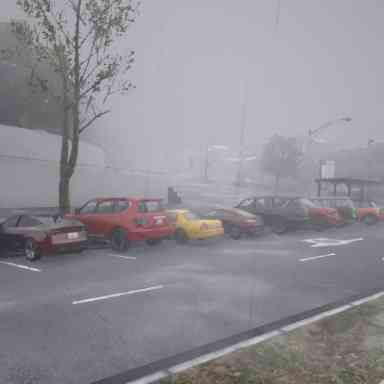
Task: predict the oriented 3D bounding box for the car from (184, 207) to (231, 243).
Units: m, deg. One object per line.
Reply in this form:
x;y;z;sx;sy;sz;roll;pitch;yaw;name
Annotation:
-1.108;1.502;15.938;5.366;1.575;1.946;-1;-1;35;car

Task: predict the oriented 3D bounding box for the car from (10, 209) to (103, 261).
-5.871;1.523;12.363;4.792;1.488;2.163;-1;-1;35;car

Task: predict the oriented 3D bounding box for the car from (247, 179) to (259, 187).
14.284;-1.812;70.372;1.946;1.575;5.366;7;3;35;car

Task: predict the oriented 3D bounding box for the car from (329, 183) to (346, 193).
24.566;-0.427;55.427;2.435;2.045;5.566;7;3;35;car

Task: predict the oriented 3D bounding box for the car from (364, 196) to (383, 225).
11.382;1.402;24.455;4.553;1.767;2.185;-1;-1;35;car

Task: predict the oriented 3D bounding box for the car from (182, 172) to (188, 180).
0.220;-4.085;89.853;2.185;1.767;4.553;4;1;33;car

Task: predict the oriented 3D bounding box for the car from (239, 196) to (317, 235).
3.924;1.262;19.326;5.566;2.045;2.435;-1;-1;35;car

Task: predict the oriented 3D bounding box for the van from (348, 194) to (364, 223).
8.974;1.296;22.703;4.442;1.987;1.878;-1;-1;35;van

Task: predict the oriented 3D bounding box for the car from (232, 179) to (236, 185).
10.708;-2.317;75.153;2.002;1.452;4.674;7;3;35;car

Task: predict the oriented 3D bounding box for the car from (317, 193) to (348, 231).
6.436;1.266;21.032;5.566;2.045;2.435;-1;-1;35;car

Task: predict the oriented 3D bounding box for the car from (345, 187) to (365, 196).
26.258;0.136;52.955;2.002;1.452;4.674;7;3;35;car

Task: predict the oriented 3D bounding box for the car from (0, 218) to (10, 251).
-8.290;1.492;10.615;4.892;1.521;2.231;-1;-1;34;car

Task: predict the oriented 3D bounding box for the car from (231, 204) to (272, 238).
1.497;1.548;17.567;4.674;1.452;2.002;-1;-1;35;car

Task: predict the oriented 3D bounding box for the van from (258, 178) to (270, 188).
15.860;-1.764;67.642;1.878;1.987;4.442;7;4;35;van

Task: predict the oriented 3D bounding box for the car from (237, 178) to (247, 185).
12.452;-2.044;72.692;2.002;1.452;4.674;7;4;35;car

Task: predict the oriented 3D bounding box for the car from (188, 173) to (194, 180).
1.951;-3.851;87.384;2.185;1.767;4.553;6;3;34;car

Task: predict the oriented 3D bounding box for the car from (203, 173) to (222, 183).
5.599;-3.176;82.660;1.946;1.575;5.366;7;3;34;car

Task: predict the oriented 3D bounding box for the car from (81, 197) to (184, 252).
-3.427;1.247;14.109;5.566;2.045;2.435;-1;-1;34;car

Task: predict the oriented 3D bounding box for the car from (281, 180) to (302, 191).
19.352;-0.993;62.810;2.231;1.521;4.892;7;3;35;car

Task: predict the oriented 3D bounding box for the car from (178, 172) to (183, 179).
-1.553;-4.363;92.200;2.435;2.045;5.566;1;-1;34;car

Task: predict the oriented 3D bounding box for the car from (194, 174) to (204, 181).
3.747;-3.699;84.919;2.435;2.045;5.566;7;3;34;car

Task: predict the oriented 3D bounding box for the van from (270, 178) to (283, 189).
17.590;-1.491;65.171;1.878;1.987;4.442;7;4;35;van
